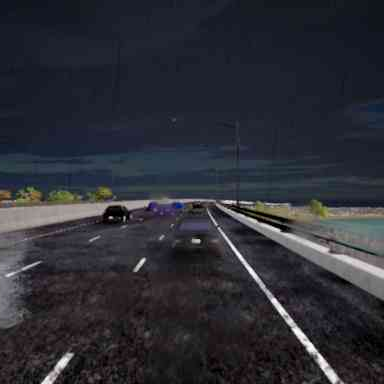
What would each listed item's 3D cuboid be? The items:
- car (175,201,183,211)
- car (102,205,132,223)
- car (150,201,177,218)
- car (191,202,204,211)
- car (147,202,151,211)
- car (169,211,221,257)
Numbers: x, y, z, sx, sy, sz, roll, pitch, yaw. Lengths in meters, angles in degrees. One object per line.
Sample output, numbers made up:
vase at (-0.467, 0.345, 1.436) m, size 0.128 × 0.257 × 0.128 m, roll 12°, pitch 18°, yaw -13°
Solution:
car at (-2.525, 2.253, 54.692) m, size 1.882 × 1.535 × 5.008 m, roll 0°, pitch -1°, yaw 2°
car at (-6.637, 1.915, 29.818) m, size 1.837 × 1.490 × 4.892 m, roll 0°, pitch -1°, yaw 1°
car at (-3.018, 2.026, 36.030) m, size 1.812 × 1.442 × 4.674 m, roll 0°, pitch -1°, yaw 1°
car at (0.782, 2.171, 48.352) m, size 2.128 × 1.511 × 4.902 m, roll 0°, pitch -1°, yaw 2°
car at (-6.077, 2.277, 53.092) m, size 1.812 × 1.442 × 4.674 m, roll 0°, pitch -1°, yaw 2°
car at (0.160, 1.733, 13.731) m, size 2.033 × 1.411 × 5.357 m, roll 0°, pitch -1°, yaw 0°
